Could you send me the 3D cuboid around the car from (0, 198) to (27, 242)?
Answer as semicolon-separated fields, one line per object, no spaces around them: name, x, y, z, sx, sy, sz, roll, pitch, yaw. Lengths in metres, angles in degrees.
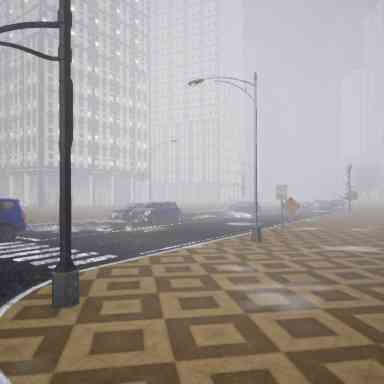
car;-10.278;1.278;14.690;2.150;2.045;5.566;0;-1;34

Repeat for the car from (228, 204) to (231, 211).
car;6.508;1.870;45.125;1.994;1.385;4.181;0;-1;34

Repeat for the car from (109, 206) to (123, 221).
car;-4.888;1.668;28.342;2.128;1.511;4.902;0;0;34

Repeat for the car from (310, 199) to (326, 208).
car;21.466;1.903;56.514;1.812;1.442;4.674;0;0;31

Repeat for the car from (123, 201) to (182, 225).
car;-2.763;1.509;25.691;2.097;1.767;4.553;0;-1;34

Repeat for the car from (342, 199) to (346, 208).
car;24.191;1.839;54.740;1.882;1.535;5.008;0;0;31

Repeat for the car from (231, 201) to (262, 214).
car;6.777;1.828;39.696;1.994;1.385;4.181;0;-1;34

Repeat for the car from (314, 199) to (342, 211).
car;18.796;1.852;45.886;2.033;1.411;5.357;0;0;31

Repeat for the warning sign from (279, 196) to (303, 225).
warning sign;6.824;1.251;22.958;1.300;1.860;1.060;0;0;34

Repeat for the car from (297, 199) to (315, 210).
car;16.286;1.923;47.999;1.895;1.301;4.718;0;0;32
